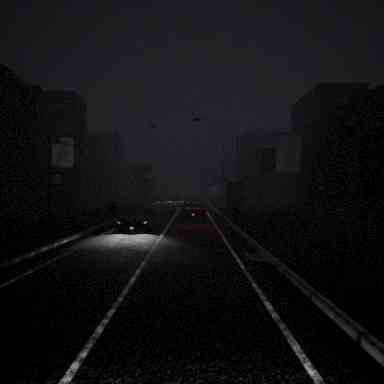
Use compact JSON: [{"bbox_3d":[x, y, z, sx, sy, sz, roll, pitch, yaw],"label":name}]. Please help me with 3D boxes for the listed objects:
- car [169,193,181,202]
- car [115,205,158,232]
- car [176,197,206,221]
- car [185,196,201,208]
[{"bbox_3d":[-3.039,0.970,61.372,1.837,1.490,4.892,0,1,1],"label":"car"},{"bbox_3d":[-3.101,1.460,19.778,2.033,1.411,5.357,0,0,0],"label":"car"},{"bbox_3d":[0.096,1.350,25.756,2.128,1.511,4.902,0,0,0],"label":"car"},{"bbox_3d":[0.098,1.274,42.999,1.895,1.301,4.718,0,1,0],"label":"car"}]
